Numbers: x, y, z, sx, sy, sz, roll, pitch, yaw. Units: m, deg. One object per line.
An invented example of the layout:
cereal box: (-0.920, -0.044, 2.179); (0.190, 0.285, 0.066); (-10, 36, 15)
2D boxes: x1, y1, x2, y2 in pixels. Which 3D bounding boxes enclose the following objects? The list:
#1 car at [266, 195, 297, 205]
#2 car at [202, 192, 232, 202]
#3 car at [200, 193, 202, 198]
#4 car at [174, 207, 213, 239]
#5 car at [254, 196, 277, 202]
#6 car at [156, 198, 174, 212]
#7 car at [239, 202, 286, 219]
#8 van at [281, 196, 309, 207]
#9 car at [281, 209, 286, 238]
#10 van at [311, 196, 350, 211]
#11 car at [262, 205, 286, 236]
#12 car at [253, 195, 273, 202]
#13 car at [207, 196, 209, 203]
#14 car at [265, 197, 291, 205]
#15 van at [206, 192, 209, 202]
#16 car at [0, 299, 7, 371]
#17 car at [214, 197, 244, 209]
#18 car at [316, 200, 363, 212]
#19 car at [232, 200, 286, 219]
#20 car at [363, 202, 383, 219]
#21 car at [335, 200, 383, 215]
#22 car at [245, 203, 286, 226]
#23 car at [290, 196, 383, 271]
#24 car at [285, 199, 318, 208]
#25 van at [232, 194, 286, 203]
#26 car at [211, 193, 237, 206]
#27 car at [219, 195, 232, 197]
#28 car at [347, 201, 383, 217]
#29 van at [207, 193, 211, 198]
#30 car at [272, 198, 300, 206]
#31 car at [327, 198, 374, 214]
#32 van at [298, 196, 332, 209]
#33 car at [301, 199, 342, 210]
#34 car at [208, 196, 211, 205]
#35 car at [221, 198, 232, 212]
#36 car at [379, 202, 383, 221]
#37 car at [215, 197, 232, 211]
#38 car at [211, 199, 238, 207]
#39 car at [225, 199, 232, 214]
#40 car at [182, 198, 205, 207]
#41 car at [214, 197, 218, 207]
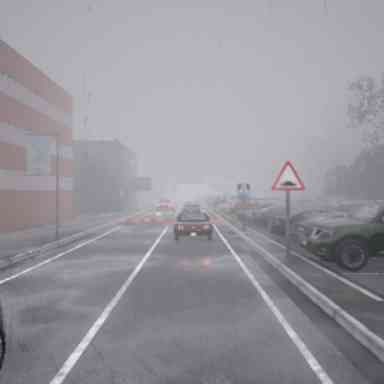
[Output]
car: (18.128, 1.598, 67.339); (5.566, 2.045, 2.435); (0, 1, -1)
car: (5.482, 1.543, 72.654); (5.566, 2.045, 2.435); (0, 1, -1)
car: (5.319, 1.654, 89.611); (4.792, 1.488, 2.163); (0, 1, -1)
car: (0.058, 1.733, 18.059); (1.895, 1.301, 4.718); (0, 0, 0)
car: (17.971, 1.707, 81.458); (5.008, 1.535, 2.097); (0, 1, -1)
car: (-3.560, 1.648, 44.196); (2.097, 1.767, 4.553); (0, 0, 0)
car: (6.137, 1.647, 24.604); (4.674, 1.452, 2.002); (0, 0, -1)
van: (18.146, 1.638, 58.727); (4.442, 1.987, 1.878); (0, 0, -1)
car: (6.279, 1.555, 13.301); (4.674, 1.452, 2.002); (0, -1, -1)
van: (18.560, 1.530, 44.610); (4.442, 1.987, 1.878); (0, 0, -1)
car: (6.239, 1.540, 16.128); (5.008, 1.535, 2.097); (0, -1, -1)
car: (17.910, 1.554, 84.156); (4.553, 1.767, 2.185); (0, 1, -1)
car: (5.660, 1.920, 61.343); (4.674, 1.452, 2.002); (0, 0, -1)
car: (18.090, 1.850, 70.165); (4.792, 1.488, 2.163); (0, 1, -1)
van: (5.663, 1.597, 69.831); (4.442, 1.987, 1.878); (0, 1, -1)
car: (-3.353, 1.373, 2.228); (2.097, 1.767, 4.553); (0, 0, 0)
car: (5.799, 1.695, 52.859); (4.553, 1.767, 2.185); (0, 0, -1)
car: (18.484, 1.736, 41.910); (5.008, 1.535, 2.097); (0, 0, -1)
car: (6.068, 1.658, 27.429); (4.792, 1.488, 2.163); (0, 0, -1)
car: (18.656, 1.679, 30.493); (4.792, 1.488, 2.163); (0, 0, -1)
car: (18.547, 1.693, 36.264); (5.008, 1.535, 2.097); (0, 0, -1)
car: (6.168, 1.626, 21.778); (4.674, 1.452, 2.002); (0, 0, -1)
car: (6.290, 1.239, 10.479); (5.566, 2.045, 2.435); (0, -1, -1)
car: (18.332, 1.872, 55.901); (4.792, 1.488, 2.163); (0, -1, -1)
van: (6.178, 1.424, 30.258); (4.442, 1.987, 1.878); (0, 0, -1)
car: (5.869, 1.527, 47.210); (5.566, 2.045, 2.435); (0, 0, -1)
car: (5.945, 1.610, 41.558); (4.553, 1.767, 2.185); (0, 0, -1)
car: (18.593, 1.672, 33.441); (5.008, 1.535, 2.097); (0, 0, -1)
van: (5.735, 1.649, 64.301); (4.442, 1.987, 1.878); (0, 0, -1)
car: (18.187, 1.874, 64.507); (5.008, 1.535, 2.097); (0, 1, -1)
car: (18.546, 1.589, 39.088); (4.553, 1.767, 2.185); (0, 0, -1)
van: (18.490, 1.574, 50.260); (4.442, 1.987, 1.878); (0, 0, -1)
car: (18.414, 1.779, 47.432); (4.892, 1.521, 2.231); (0, 0, -1)
car: (5.725, 1.842, 55.684); (5.008, 1.535, 2.097); (0, 0, -1)
car: (6.173, 1.690, 35.908); (5.366, 1.575, 1.946); (0, 0, -1)
car: (18.659, 1.628, 27.669); (5.008, 1.535, 2.097); (0, 0, -1)
car: (5.765, 1.711, 38.729); (5.366, 1.575, 1.946); (0, 0, -1)
car: (5.691, 1.904, 58.509); (4.674, 1.452, 2.002); (0, 0, -1)
car: (6.022, 1.711, 33.080); (4.674, 1.452, 2.002); (0, 0, -1)
car: (-0.045, 1.735, 35.470); (2.128, 1.511, 4.902); (0, 0, 0)
car: (6.063, 1.754, 44.384); (5.366, 1.575, 1.946); (0, 0, -1)
